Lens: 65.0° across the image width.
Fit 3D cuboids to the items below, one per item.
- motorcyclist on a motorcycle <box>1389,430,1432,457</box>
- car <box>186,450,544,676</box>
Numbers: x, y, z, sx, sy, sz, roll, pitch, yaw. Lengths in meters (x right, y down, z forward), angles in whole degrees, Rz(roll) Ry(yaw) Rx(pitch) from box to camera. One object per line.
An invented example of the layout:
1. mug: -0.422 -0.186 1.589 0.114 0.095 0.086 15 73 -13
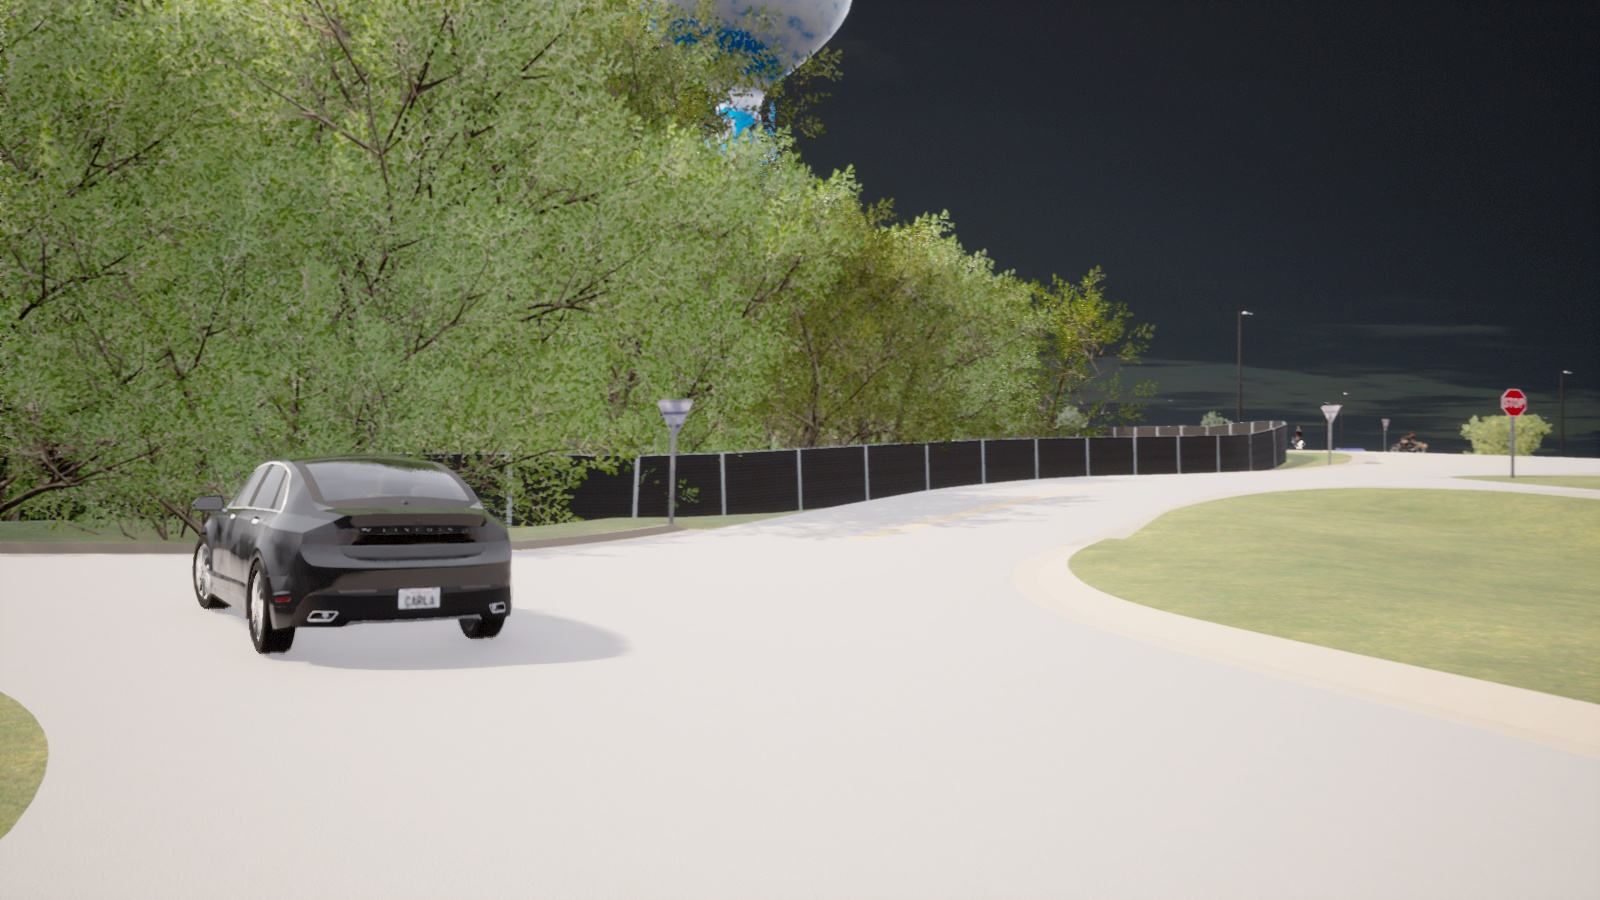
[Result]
1. motorcyclist on a motorcycle: 39.367 -0.426 80.994 0.766 1.649 2.350 2 0 -41
2. car: -4.060 0.785 11.090 1.837 1.490 4.892 1 0 -33
